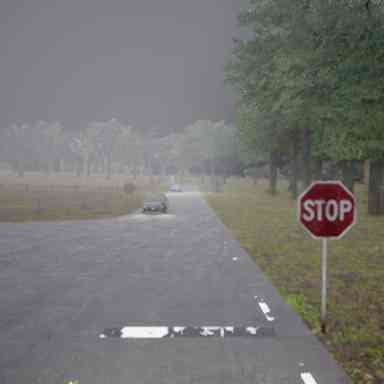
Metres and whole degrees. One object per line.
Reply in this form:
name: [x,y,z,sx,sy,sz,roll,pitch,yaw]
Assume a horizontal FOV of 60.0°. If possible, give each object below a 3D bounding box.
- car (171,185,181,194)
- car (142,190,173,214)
car: [-2.943,-0.641,61.804,1.882,1.535,5.008,0,3,0]
car: [-2.863,0.889,26.846,1.837,1.490,4.892,0,3,0]
